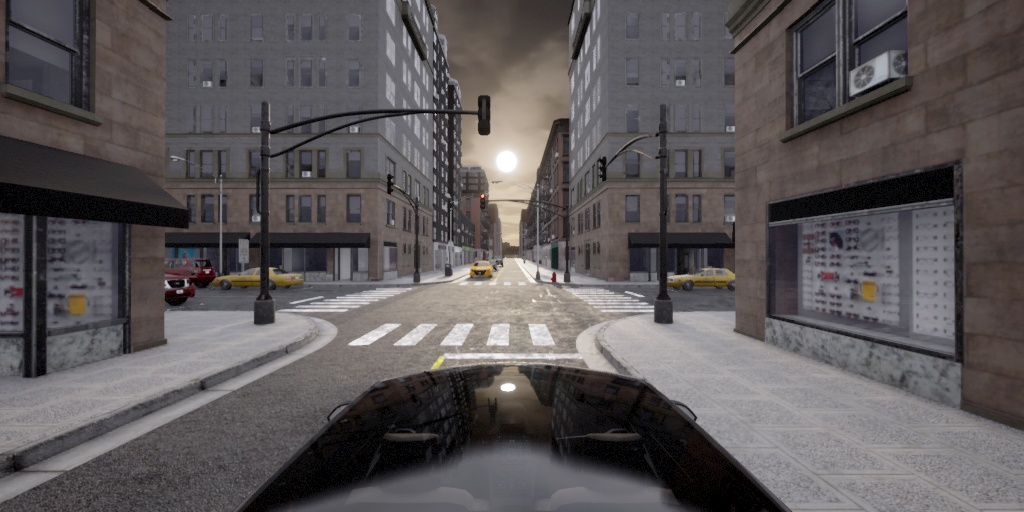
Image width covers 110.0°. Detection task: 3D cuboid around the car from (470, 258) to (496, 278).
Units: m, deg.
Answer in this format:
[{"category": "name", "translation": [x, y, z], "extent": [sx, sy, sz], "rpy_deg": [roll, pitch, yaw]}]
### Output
[{"category": "car", "translation": [-2.839, 1.222, 33.936], "extent": [1.882, 1.535, 5.008], "rpy_deg": [0, 0, 0]}]

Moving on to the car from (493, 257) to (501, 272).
[{"category": "car", "translation": [-2.837, 1.243, 46.701], "extent": [1.837, 1.490, 4.892], "rpy_deg": [0, 0, 0]}]

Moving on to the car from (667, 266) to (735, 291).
[{"category": "car", "translation": [11.638, 1.304, 21.561], "extent": [4.829, 1.417, 1.751], "rpy_deg": [0, 0, 0]}]

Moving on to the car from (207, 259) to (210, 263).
[{"category": "car", "translation": [-20.755, 1.063, 21.614], "extent": [5.009, 1.841, 2.192], "rpy_deg": [0, 0, 0]}]

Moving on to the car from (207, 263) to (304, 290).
[{"category": "car", "translation": [-15.246, 1.279, 21.605], "extent": [4.829, 1.417, 1.751], "rpy_deg": [0, 0, 0]}]

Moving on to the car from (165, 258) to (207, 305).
[{"category": "car", "translation": [-15.097, 1.035, 13.579], "extent": [5.009, 1.841, 2.192], "rpy_deg": [0, 0, 0]}]
